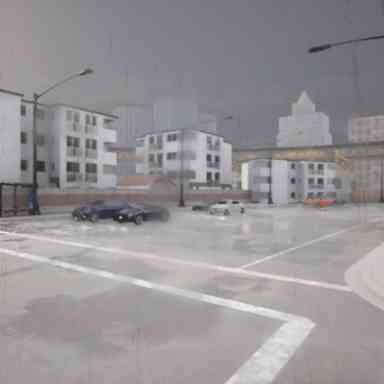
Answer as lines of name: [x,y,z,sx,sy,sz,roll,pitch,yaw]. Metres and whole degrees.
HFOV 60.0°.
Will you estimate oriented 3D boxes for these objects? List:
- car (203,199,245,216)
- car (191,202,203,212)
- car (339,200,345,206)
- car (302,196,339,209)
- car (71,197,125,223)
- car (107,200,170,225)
car: [3.466,1.463,32.188,1.812,1.442,4.674,0,0,40]
car: [2.197,1.472,36.212,2.033,1.411,5.357,0,0,39]
car: [20.963,1.548,50.928,4.718,1.301,1.895,0,0,-20]
car: [17.200,1.299,45.298,4.553,1.767,2.097,0,0,-27]
car: [-6.736,1.275,25.014,2.097,1.767,4.553,0,0,38]
car: [-3.484,1.499,23.495,1.994,1.385,4.181,0,0,38]
